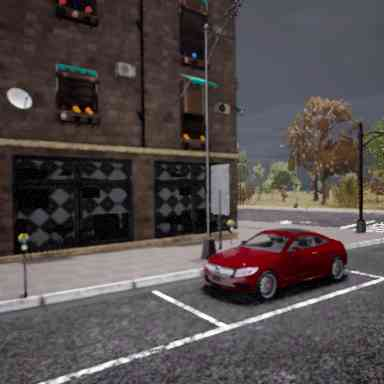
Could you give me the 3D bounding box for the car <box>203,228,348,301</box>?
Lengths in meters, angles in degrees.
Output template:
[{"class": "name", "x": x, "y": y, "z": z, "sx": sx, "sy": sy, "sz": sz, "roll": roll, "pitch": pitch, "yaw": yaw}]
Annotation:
[{"class": "car", "x": 2.230, "y": 1.593, "z": 8.284, "sx": 4.206, "sy": 1.307, "sz": 1.802, "roll": 0, "pitch": -1, "yaw": -35}]
